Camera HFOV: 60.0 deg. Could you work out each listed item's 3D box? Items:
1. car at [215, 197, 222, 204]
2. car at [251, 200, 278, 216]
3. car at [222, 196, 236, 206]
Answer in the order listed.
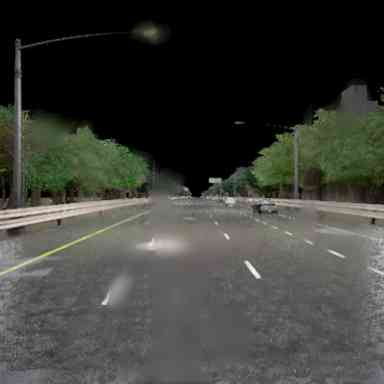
[{"bbox_3d":[7.300,1.855,78.980,2.097,1.767,4.553,0,-1,0],"label":"car"},{"bbox_3d":[7.042,1.531,32.526,2.128,1.511,4.902,0,0,0],"label":"car"},{"bbox_3d":[7.184,1.819,62.857,1.812,1.442,4.674,0,-1,0],"label":"car"}]
